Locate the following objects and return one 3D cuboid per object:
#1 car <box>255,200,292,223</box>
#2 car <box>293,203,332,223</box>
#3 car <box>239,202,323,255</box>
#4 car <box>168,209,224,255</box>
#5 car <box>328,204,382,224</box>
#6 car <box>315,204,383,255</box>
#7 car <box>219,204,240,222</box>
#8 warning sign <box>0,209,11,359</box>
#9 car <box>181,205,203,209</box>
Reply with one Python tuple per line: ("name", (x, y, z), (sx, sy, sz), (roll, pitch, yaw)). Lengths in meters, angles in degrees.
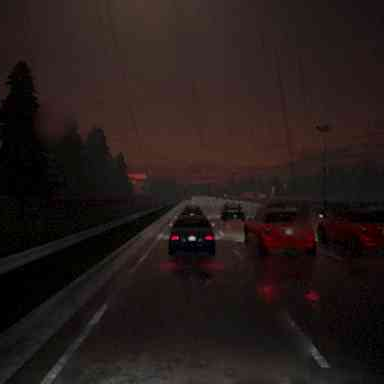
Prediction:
("car", (7.006, 1.624, 29.082), (2.097, 1.767, 4.553), (0, -1, 0))
("car", (10.508, 1.802, 29.370), (1.812, 1.442, 4.674), (0, 0, 0))
("car", (3.504, 1.483, 14.083), (2.097, 1.767, 4.553), (0, -1, 0))
("car", (0.003, 1.680, 13.987), (2.033, 1.411, 5.357), (0, -1, 0))
("car", (14.005, 1.820, 28.985), (2.033, 1.411, 5.357), (0, -1, 0))
("car", (7.004, 1.483, 14.083), (2.097, 1.767, 4.553), (0, -1, 0))
("car", (3.507, 1.768, 29.294), (2.128, 1.511, 4.902), (0, 0, 0))
("warning sign", (-3.049, 1.153, 3.872), (1.300, 1.860, 1.060), (0, -1, 0))
("car", (0.006, 1.841, 29.331), (1.994, 1.385, 4.181), (0, 0, 0))
